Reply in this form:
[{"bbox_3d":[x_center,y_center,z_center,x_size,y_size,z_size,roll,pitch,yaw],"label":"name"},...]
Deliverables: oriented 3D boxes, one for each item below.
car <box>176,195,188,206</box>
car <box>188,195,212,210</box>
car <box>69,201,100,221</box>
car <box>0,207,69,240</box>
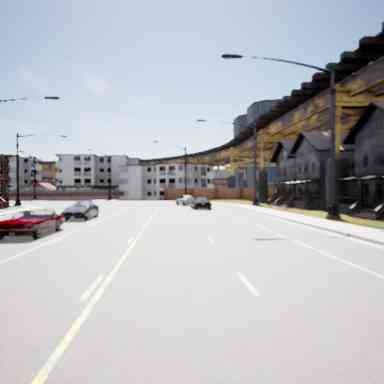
[{"bbox_3d":[-0.853,1.224,48.519,1.812,1.442,4.674,-1,1,-21],"label":"car"},{"bbox_3d":[1.044,1.308,38.919,1.994,1.385,4.181,-1,0,-7],"label":"car"},{"bbox_3d":[-8.743,1.452,26.618,2.033,1.411,5.357,-1,0,-4],"label":"car"},{"bbox_3d":[-8.138,1.561,17.020,1.895,1.301,4.718,-1,0,-4],"label":"car"}]
